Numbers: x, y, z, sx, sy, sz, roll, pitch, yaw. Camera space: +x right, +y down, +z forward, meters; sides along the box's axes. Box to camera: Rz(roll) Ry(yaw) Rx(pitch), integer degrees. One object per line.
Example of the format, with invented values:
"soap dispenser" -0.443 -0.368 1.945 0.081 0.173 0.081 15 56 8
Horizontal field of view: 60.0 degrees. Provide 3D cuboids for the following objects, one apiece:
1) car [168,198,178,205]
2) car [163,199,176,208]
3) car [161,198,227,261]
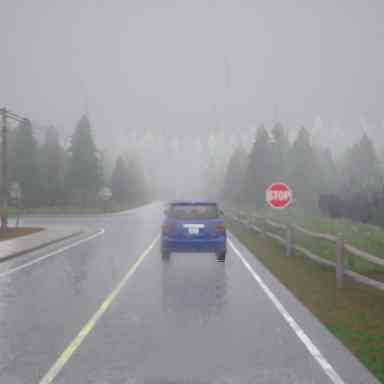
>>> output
"car" -4.165 1.982 72.470 1.994 1.385 4.181 0 0 -2
"car" -3.755 1.901 56.450 1.994 1.385 4.181 0 0 -1
"car" 0.062 1.296 12.730 2.150 2.045 5.566 0 -1 0
